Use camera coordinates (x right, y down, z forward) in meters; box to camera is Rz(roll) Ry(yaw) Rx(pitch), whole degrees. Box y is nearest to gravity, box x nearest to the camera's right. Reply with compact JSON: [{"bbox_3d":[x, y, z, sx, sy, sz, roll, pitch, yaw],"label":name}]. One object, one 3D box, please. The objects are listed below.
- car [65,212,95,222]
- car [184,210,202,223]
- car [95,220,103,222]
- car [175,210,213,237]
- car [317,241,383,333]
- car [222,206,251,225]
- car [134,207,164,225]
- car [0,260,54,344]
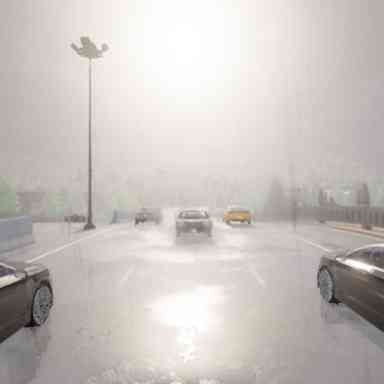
[{"bbox_3d":[-14.040,3.161,41.129,1.895,1.301,4.718,0,-7,1],"label":"car"},{"bbox_3d":[0.095,2.957,39.664,1.994,1.385,4.181,0,-6,0],"label":"car"},{"bbox_3d":[-17.507,5.855,61.984,1.895,1.301,4.718,0,-7,0],"label":"car"},{"bbox_3d":[0.097,1.650,18.372,1.895,1.301,4.718,0,-1,0],"label":"car"},{"bbox_3d":[3.598,1.494,5.240,2.128,1.511,4.902,0,0,0],"label":"car"},{"bbox_3d":[3.596,1.870,27.499,1.882,1.535,5.008,0,-3,0],"label":"car"},{"bbox_3d":[-3.404,1.904,26.873,2.033,1.411,5.357,0,-3,0],"label":"car"},{"bbox_3d":[-3.401,1.494,4.083,2.128,1.511,4.902,0,0,0],"label":"car"}]
